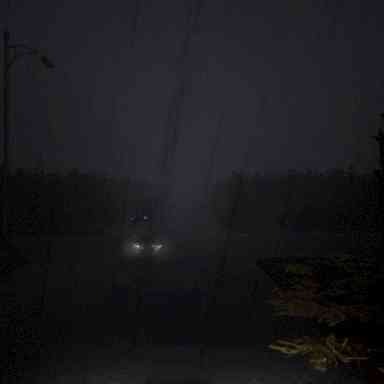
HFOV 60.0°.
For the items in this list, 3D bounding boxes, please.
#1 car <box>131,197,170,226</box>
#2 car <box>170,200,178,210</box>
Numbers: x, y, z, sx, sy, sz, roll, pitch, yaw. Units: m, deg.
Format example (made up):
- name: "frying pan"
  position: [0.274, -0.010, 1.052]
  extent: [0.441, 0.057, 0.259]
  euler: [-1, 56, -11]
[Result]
- name: "car"
  position: [-3.090, 1.379, 24.829]
  extent: [2.150, 2.045, 5.566]
  euler: [0, -1, 0]
- name: "car"
  position: [-3.080, 1.883, 50.044]
  extent: [1.812, 1.442, 4.674]
  euler: [0, -1, 0]
